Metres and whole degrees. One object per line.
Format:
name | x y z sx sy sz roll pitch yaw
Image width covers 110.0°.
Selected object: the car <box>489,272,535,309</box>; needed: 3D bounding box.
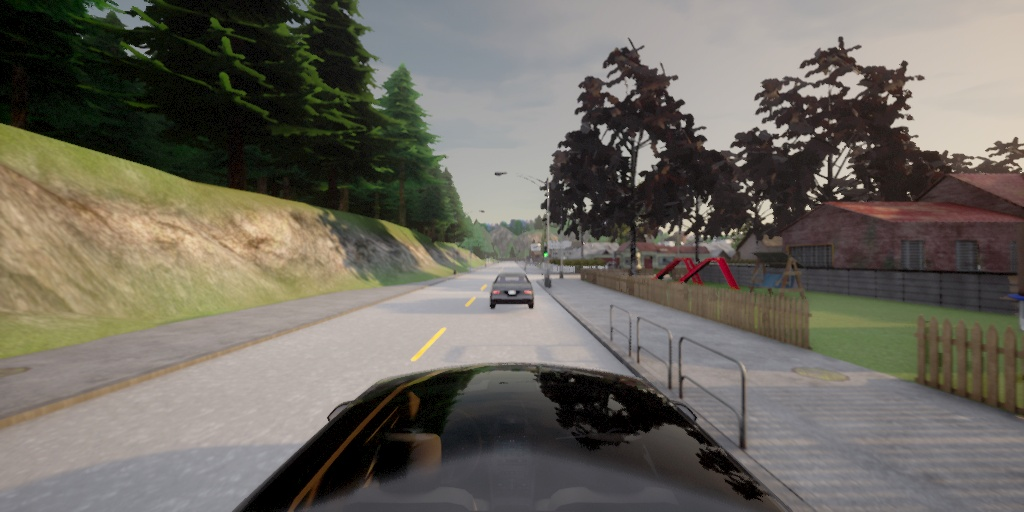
car | -0.002 1.431 15.841 2.033 1.411 5.357 0 -1 0
